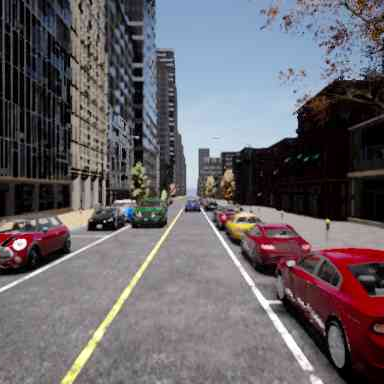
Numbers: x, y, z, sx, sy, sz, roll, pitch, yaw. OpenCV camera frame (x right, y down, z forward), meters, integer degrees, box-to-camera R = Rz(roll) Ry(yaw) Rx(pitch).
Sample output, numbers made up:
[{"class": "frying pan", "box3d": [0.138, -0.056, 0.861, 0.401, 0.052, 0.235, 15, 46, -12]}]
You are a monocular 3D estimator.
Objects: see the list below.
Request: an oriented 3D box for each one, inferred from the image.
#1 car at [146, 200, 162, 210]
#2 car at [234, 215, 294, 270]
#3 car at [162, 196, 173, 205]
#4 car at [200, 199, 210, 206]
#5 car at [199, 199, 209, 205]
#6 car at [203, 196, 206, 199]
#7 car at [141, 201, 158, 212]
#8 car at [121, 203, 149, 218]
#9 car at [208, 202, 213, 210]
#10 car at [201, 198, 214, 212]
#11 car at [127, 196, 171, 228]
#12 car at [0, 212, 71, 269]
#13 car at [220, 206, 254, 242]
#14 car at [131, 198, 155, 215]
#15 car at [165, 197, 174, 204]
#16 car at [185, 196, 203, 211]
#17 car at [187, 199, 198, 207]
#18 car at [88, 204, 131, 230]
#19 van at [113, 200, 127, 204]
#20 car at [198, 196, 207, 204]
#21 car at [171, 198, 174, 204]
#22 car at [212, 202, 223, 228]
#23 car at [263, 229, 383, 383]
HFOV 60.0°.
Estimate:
[{"class": "car", "box3d": [-5.711, 1.989, 50.756, 1.947, 1.339, 4.313, -1, 0, 0]}, {"class": "car", "box3d": [2.677, 1.675, 11.195, 1.802, 1.307, 4.206, -1, 0, 0]}, {"class": "car", "box3d": [-5.720, 1.977, 78.977, 2.192, 1.841, 5.009, -1, 0, 0]}, {"class": "car", "box3d": [2.665, 2.110, 67.634, 1.887, 1.381, 4.507, -1, 0, 0]}, {"class": "car", "box3d": [2.664, 2.164, 73.277, 2.008, 1.369, 4.403, -1, 0, 0]}, {"class": "car", "box3d": [2.667, 1.863, 50.703, 1.967, 1.590, 4.097, -1, 0, 0]}, {"class": "car", "box3d": [-5.714, 1.958, 45.112, 1.802, 1.307, 4.206, -1, 0, 0]}, {"class": "car", "box3d": [-5.692, 1.832, 33.825, 2.008, 1.369, 4.403, -1, 0, 0]}, {"class": "car", "box3d": [2.673, 1.800, 28.127, 1.947, 1.339, 4.313, -1, 0, 0]}, {"class": "car", "box3d": [2.670, 1.942, 45.058, 1.947, 1.339, 4.313, -1, 0, 0]}, {"class": "car", "box3d": [-3.005, 1.479, 24.575, 2.150, 2.045, 5.566, 0, 0, 0]}, {"class": "car", "box3d": [-5.672, 1.534, 11.250, 1.967, 1.590, 4.097, -1, 0, 0]}, {"class": "car", "box3d": [2.675, 1.667, 17.009, 1.752, 1.417, 4.829, -1, 0, 0]}, {"class": "car", "box3d": [-5.721, 1.644, 39.470, 2.192, 1.841, 5.009, -1, 0, 0]}, {"class": "car", "box3d": [-5.720, 2.150, 84.619, 1.967, 1.590, 4.097, -1, 0, 0]}, {"class": "car", "box3d": [0.092, 1.737, 46.224, 2.097, 1.767, 4.553, 0, -1, 0]}, {"class": "car", "box3d": [0.087, 2.006, 61.725, 2.128, 1.511, 4.902, 0, -1, 0]}, {"class": "car", "box3d": [-5.672, 1.753, 22.536, 1.947, 1.339, 4.313, -1, 0, 0]}, {"class": "van", "box3d": [-5.681, 1.575, 28.182, 1.690, 1.788, 3.998, -1, 0, 0]}, {"class": "car", "box3d": [2.658, 2.025, 84.566, 2.192, 1.841, 5.009, -1, 0, 0]}, {"class": "car", "box3d": [-5.716, 2.180, 73.332, 1.947, 1.339, 4.313, -1, 0, 0]}, {"class": "car", "box3d": [2.673, 1.627, 22.484, 1.967, 1.590, 4.097, -1, 0, 0]}, {"class": "car", "box3d": [2.678, 1.592, 5.552, 1.887, 1.381, 4.507, -1, 0, 0]}]
